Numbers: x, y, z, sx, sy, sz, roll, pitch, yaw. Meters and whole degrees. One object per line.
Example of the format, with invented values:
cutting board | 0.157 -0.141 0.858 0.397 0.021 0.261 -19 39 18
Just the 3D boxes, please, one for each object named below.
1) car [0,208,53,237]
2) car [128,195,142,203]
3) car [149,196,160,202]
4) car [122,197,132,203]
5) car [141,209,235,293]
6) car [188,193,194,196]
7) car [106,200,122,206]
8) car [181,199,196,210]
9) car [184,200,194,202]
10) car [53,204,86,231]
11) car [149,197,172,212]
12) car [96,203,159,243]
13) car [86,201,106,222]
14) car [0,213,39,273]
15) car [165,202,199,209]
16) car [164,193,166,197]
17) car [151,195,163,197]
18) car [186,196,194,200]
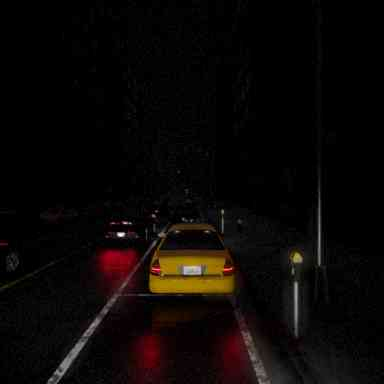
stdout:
car | -8.408 1.566 15.368 1.947 1.339 4.313 0 0 0
car | -8.408 1.302 47.845 2.192 1.841 5.009 0 0 0
car | -8.408 1.520 74.308 2.008 1.369 4.403 0 0 0
car | -8.408 1.545 37.020 2.008 1.369 4.403 0 0 0
car | 0.004 1.457 8.840 1.801 1.575 5.366 0 0 0
car | -0.382 1.395 90.663 1.967 1.590 4.097 0 0 0
car | -8.408 1.548 31.607 2.008 1.369 4.403 0 0 0
car | -0.383 1.572 42.423 1.802 1.307 4.206 0 0 0
car | -0.383 1.565 26.185 1.947 1.339 4.313 0 0 0
car | -8.408 1.525 20.611 1.752 1.417 4.829 0 0 0
car | -3.022 1.475 30.879 1.882 1.535 5.008 0 0 0
car | -2.921 1.503 16.106 1.837 1.490 4.892 0 0 0
car | -8.408 1.581 26.194 1.802 1.307 4.206 0 0 0
car | -5.870 1.491 7.830 2.128 1.511 4.902 0 0 0
car | -0.383 1.565 20.772 1.947 1.339 4.313 0 0 0
car | -8.408 1.486 85.046 1.752 1.417 4.829 0 0 0
car | -5.770 1.141 48.245 2.033 1.411 5.357 0 0 0
car | -0.383 1.519 37.181 1.752 1.417 4.829 0 0 0
